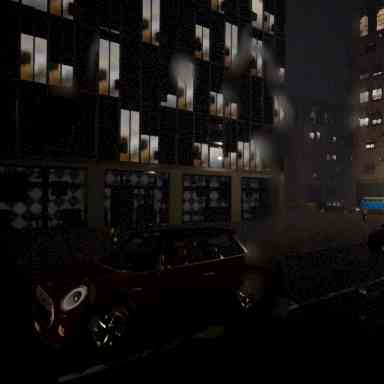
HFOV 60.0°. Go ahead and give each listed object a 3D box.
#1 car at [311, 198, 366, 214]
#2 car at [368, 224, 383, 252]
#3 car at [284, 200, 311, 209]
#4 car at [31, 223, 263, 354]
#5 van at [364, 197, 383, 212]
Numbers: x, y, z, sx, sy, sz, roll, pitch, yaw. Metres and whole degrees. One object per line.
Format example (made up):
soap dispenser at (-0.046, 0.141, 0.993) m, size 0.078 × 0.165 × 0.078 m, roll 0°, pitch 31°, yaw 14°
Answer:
car at (15.243, 1.620, 34.821) m, size 2.008 × 1.369 × 4.403 m, roll 0°, pitch -1°, yaw -35°
car at (8.406, 1.567, 12.545) m, size 4.313 × 1.339 × 1.947 m, roll 0°, pitch 1°, yaw -35°
car at (15.697, 1.787, 48.854) m, size 1.752 × 1.417 × 4.829 m, roll 0°, pitch -1°, yaw -35°
car at (-0.669, 1.441, 6.068) m, size 4.097 × 1.590 × 1.967 m, roll 0°, pitch 1°, yaw -35°
van at (22.128, 1.524, 39.601) m, size 1.690 × 1.788 × 3.998 m, roll 0°, pitch -1°, yaw -35°
